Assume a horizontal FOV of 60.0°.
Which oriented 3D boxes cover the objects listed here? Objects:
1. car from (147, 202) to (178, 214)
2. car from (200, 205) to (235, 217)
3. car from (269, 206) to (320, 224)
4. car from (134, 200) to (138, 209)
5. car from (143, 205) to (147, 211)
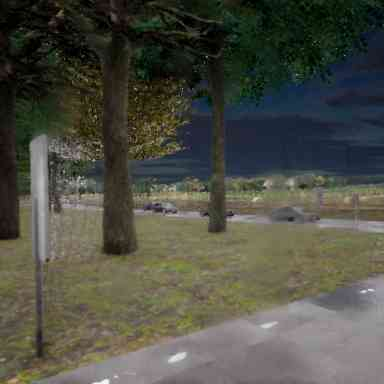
[{"bbox_3d":[-3.755,2.183,44.877,1.837,1.490,4.892,-1,0,-35],"label":"car"},{"bbox_3d":[2.644,2.047,35.778,1.994,1.385,4.181,-1,0,-36],"label":"car"},{"bbox_3d":[8.413,1.864,27.612,1.994,1.385,4.181,-1,0,-35],"label":"car"},{"bbox_3d":[-11.716,2.282,61.070,2.097,1.767,4.553,-1,0,-35],"label":"car"},{"bbox_3d":[-6.187,2.330,53.337,1.994,1.385,4.181,-1,0,-34],"label":"car"}]
